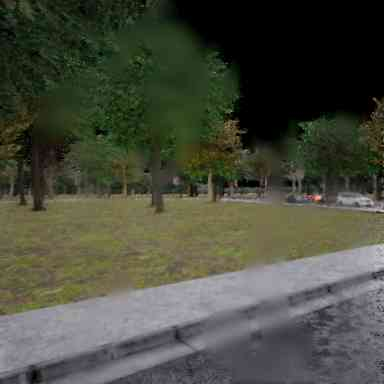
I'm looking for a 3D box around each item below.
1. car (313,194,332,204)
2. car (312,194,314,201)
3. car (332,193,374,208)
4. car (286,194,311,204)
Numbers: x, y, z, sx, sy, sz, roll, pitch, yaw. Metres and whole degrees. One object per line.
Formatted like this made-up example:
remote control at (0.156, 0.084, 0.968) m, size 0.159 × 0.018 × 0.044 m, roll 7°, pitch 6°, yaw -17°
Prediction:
car at (25.786, 1.498, 62.743) m, size 2.033 × 1.411 × 5.357 m, roll 0°, pitch 0°, yaw -12°
car at (26.782, 1.135, 73.525) m, size 2.097 × 1.767 × 4.553 m, roll 0°, pitch 0°, yaw -12°
car at (22.596, 1.159, 46.331) m, size 2.150 × 2.045 × 5.566 m, roll 0°, pitch 0°, yaw -12°
car at (19.371, 1.290, 61.518) m, size 2.097 × 1.767 × 4.553 m, roll 0°, pitch 0°, yaw -12°
